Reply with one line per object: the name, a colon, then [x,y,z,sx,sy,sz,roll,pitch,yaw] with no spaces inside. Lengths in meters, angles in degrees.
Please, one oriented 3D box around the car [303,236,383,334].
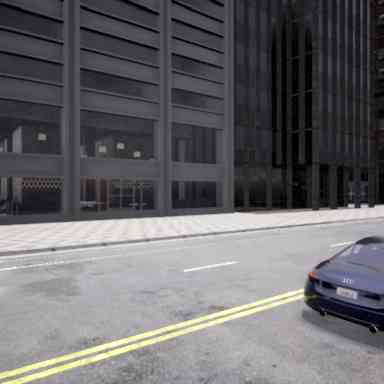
car: [4.061,1.561,6.409,4.181,1.385,1.994,0,0,-36]
